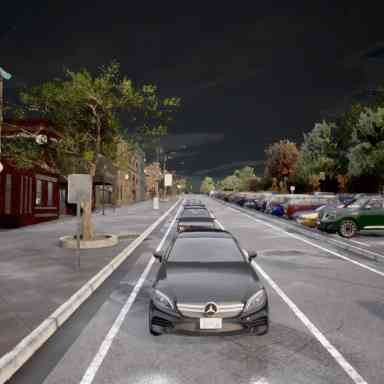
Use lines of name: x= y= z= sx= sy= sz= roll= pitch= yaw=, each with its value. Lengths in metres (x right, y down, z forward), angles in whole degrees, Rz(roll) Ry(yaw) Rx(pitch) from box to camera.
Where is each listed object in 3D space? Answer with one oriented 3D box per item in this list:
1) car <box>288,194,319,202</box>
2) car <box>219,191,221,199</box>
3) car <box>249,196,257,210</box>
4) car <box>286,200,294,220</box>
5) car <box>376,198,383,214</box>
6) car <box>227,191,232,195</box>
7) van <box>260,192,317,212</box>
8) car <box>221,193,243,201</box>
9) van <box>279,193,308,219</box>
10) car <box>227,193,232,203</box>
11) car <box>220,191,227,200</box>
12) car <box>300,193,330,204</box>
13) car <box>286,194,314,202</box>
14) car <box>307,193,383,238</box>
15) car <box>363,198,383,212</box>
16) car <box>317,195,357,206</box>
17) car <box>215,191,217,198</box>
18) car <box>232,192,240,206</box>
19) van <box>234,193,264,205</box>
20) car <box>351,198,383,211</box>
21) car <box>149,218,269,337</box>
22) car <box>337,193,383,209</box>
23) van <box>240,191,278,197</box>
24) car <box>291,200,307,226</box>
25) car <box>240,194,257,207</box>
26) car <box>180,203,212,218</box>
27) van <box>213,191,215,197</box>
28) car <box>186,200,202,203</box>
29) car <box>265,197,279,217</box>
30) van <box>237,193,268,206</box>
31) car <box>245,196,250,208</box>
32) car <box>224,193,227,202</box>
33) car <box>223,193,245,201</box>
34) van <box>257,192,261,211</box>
car: x=21.814 y=1.207 z=65.214 sx=5.366 sy=1.575 sz=1.946 roll=0 pitch=1 yaw=0
car: x=8.873 y=0.937 z=67.522 sx=5.566 sy=2.045 sz=2.435 roll=0 pitch=1 yaw=0
car: x=9.159 y=1.469 z=36.683 sx=4.792 sy=1.488 sz=2.163 roll=0 pitch=0 yaw=0
car: x=9.236 y=1.506 z=22.664 sx=4.674 sy=1.452 sz=2.002 roll=0 pitch=0 yaw=0
car: x=22.409 y=1.443 z=34.682 sx=5.366 sy=1.575 sz=1.946 roll=0 pitch=0 yaw=0
car: x=8.995 y=1.138 z=59.114 sx=4.553 sy=1.767 sz=2.185 roll=0 pitch=1 yaw=0
van: x=9.055 y=1.230 z=31.077 sx=4.442 sy=1.987 sz=1.878 roll=0 pitch=0 yaw=0
car: x=8.829 y=1.013 z=73.129 sx=4.553 sy=1.767 sz=2.185 roll=0 pitch=1 yaw=0
van: x=9.330 y=1.237 z=25.468 sx=4.442 sy=1.987 sz=1.878 roll=0 pitch=0 yaw=0
car: x=8.978 y=1.289 z=56.312 sx=4.892 sy=1.521 sz=2.231 roll=0 pitch=1 yaw=0
car: x=8.894 y=0.962 z=64.719 sx=5.566 sy=2.045 sz=2.435 roll=0 pitch=1 yaw=0
car: x=22.071 y=1.134 z=59.665 sx=4.553 sy=1.767 sz=2.185 roll=0 pitch=1 yaw=0
car: x=21.984 y=1.187 z=67.992 sx=4.892 sy=1.521 sz=2.231 roll=0 pitch=1 yaw=0
car: x=9.247 y=1.220 z=17.057 sx=5.566 sy=2.045 sz=2.435 roll=0 pitch=0 yaw=0
car: x=22.175 y=1.468 z=37.452 sx=4.792 sy=1.488 sz=2.163 roll=0 pitch=0 yaw=0
car: x=22.288 y=1.331 z=51.339 sx=5.366 sy=1.575 sz=1.946 roll=0 pitch=1 yaw=0
car: x=8.793 y=1.063 z=81.539 sx=5.008 sy=1.535 sz=2.097 roll=0 pitch=1 yaw=0
car: x=9.019 y=1.112 z=47.899 sx=5.566 sy=2.045 sz=2.435 roll=0 pitch=1 yaw=0
van: x=9.122 y=1.087 z=53.507 sx=4.442 sy=1.987 sz=1.878 roll=0 pitch=1 yaw=0
car: x=22.212 y=1.451 z=40.236 sx=4.792 sy=1.488 sz=2.163 roll=0 pitch=0 yaw=0
car: x=0.251 y=1.524 z=6.849 sx=1.812 sy=1.442 sz=4.674 roll=0 pitch=0 yaw=0
car: x=22.135 y=1.152 z=43.008 sx=5.566 sy=2.045 sz=2.435 roll=0 pitch=0 yaw=0
van: x=9.184 y=1.162 z=45.100 sx=4.442 sy=1.987 sz=1.878 roll=0 pitch=0 yaw=0
car: x=9.069 y=1.466 z=19.860 sx=5.366 sy=1.575 sz=1.946 roll=0 pitch=0 yaw=0
car: x=9.095 y=1.408 z=42.293 sx=4.892 sy=1.521 sz=2.231 roll=0 pitch=0 yaw=0
car: x=0.188 y=1.532 z=17.428 sx=2.033 sy=1.411 sz=5.357 roll=0 pitch=0 yaw=0
van: x=8.619 y=0.762 z=89.946 sx=4.442 sy=1.987 sz=1.878 roll=0 pitch=1 yaw=0
car: x=0.211 y=1.442 z=29.876 sx=2.128 sy=1.511 sz=4.902 roll=0 pitch=0 yaw=0
car: x=9.187 y=1.459 z=28.271 sx=5.008 sy=1.535 sz=2.097 roll=0 pitch=0 yaw=0
van: x=9.143 y=1.112 z=50.704 sx=4.442 sy=1.987 sz=1.878 roll=0 pitch=1 yaw=0
car: x=9.106 y=1.465 z=39.490 sx=4.674 sy=1.452 sz=2.002 roll=0 pitch=0 yaw=0
car: x=8.941 y=1.278 z=61.918 sx=4.674 sy=1.452 sz=2.002 roll=0 pitch=1 yaw=0
car: x=8.850 y=1.038 z=70.326 sx=4.553 sy=1.767 sz=2.185 roll=0 pitch=1 yaw=0
van: x=9.267 y=1.222 z=33.880 sx=4.442 sy=1.987 sz=1.878 roll=0 pitch=0 yaw=0
